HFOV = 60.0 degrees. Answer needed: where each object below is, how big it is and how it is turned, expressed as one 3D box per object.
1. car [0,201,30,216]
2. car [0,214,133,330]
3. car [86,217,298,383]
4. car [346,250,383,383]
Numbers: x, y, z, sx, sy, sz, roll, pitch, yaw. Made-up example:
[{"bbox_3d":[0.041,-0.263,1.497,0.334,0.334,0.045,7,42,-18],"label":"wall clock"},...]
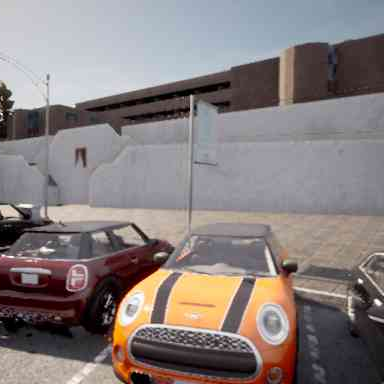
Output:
[{"bbox_3d":[-6.777,1.273,10.667,2.435,2.045,5.566,0,-1,16],"label":"car"},{"bbox_3d":[-1.903,1.374,7.120,2.185,1.767,4.553,0,-1,16],"label":"car"},{"bbox_3d":[0.564,1.368,5.437,2.185,1.767,4.553,0,-1,15],"label":"car"},{"bbox_3d":[2.999,1.489,3.667,2.231,1.521,4.892,0,-1,16],"label":"car"}]
